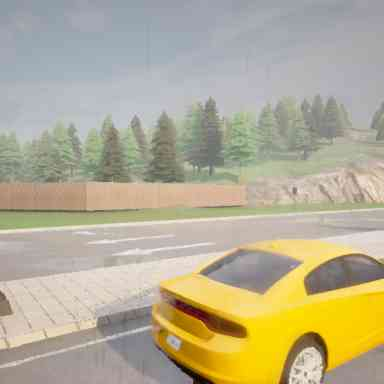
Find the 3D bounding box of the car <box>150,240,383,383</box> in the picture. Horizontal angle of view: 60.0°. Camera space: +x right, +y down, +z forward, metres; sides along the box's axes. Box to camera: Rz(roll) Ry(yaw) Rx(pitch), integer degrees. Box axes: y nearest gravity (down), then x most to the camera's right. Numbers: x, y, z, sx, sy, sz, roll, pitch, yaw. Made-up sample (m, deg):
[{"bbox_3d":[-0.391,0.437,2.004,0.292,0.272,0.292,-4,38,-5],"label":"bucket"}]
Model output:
[{"bbox_3d":[1.814,1.477,5.044,5.008,1.535,1.882,0,0,-35],"label":"car"}]
